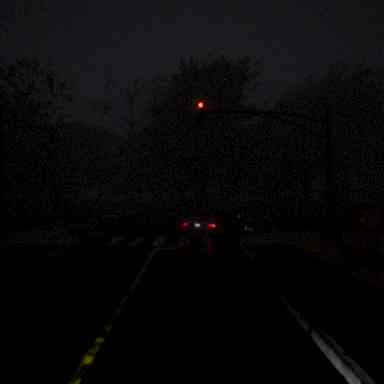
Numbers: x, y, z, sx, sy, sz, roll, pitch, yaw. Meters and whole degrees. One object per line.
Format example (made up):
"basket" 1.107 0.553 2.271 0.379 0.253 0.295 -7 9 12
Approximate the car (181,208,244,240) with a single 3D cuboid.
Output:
"car" 1.213 1.512 16.939 2.033 1.411 5.357 0 0 22
